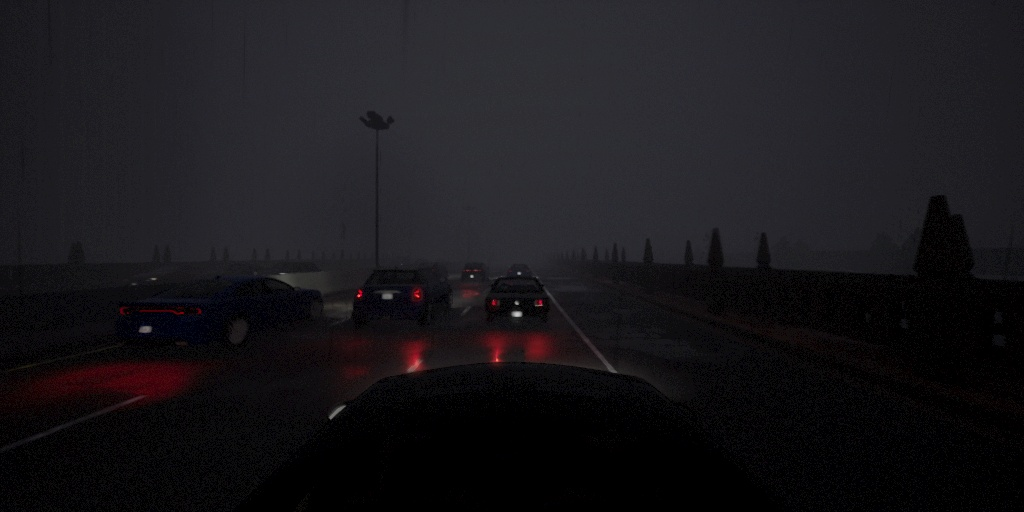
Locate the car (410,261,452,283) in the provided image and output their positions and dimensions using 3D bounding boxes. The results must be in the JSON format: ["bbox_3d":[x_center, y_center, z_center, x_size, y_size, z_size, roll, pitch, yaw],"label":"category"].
[{"bbox_3d":[-6.406,1.236,28.882,2.128,1.511,4.902,0,0,2],"label":"car"}]

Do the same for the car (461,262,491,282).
[{"bbox_3d":[-2.901,1.249,29.006,1.837,1.490,4.892,0,0,2],"label":"car"}]

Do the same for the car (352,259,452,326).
[{"bbox_3d":[-3.319,1.100,11.755,2.097,1.767,4.553,0,0,1],"label":"car"}]

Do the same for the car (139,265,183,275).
[{"bbox_3d":[-20.800,1.271,22.158,1.812,1.442,4.674,0,0,2],"label":"car"}]

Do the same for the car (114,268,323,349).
[{"bbox_3d":[-6.856,1.226,9.212,1.882,1.535,5.008,0,0,1],"label":"car"}]

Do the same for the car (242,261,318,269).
[{"bbox_3d":[-13.796,1.097,22.197,2.097,1.767,4.553,0,0,2],"label":"car"}]

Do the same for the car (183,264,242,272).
[{"bbox_3d":[-17.284,1.237,22.648,2.128,1.511,4.902,0,0,2],"label":"car"}]

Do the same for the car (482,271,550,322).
[{"bbox_3d":[0.183,1.349,12.318,1.895,1.301,4.718,0,0,1],"label":"car"}]

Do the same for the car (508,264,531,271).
[{"bbox_3d":[0.624,1.308,29.805,1.994,1.385,4.181,0,0,2],"label":"car"}]
